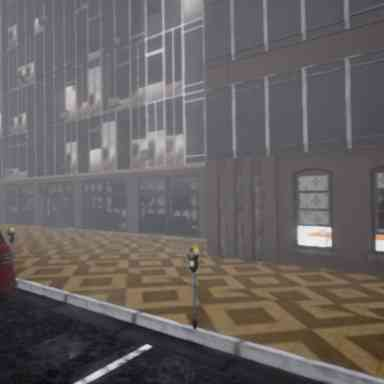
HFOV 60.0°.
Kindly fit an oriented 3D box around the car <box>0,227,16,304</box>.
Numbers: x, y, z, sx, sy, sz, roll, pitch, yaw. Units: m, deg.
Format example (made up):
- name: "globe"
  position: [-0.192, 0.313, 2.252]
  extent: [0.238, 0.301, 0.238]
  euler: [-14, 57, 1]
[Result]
- name: "car"
  position: [-5.655, 1.393, 6.923]
  extent: [5.009, 1.841, 2.192]
  euler: [-1, -1, 36]
